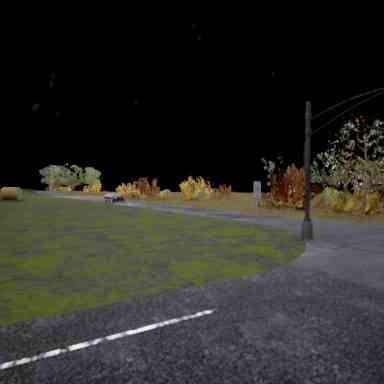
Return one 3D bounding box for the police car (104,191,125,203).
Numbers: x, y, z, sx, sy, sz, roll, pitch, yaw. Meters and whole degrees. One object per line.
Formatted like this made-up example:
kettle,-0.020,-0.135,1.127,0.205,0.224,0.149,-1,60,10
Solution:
police car,-11.603,0.731,49.757,1.930,1.638,5.238,1,0,-32
